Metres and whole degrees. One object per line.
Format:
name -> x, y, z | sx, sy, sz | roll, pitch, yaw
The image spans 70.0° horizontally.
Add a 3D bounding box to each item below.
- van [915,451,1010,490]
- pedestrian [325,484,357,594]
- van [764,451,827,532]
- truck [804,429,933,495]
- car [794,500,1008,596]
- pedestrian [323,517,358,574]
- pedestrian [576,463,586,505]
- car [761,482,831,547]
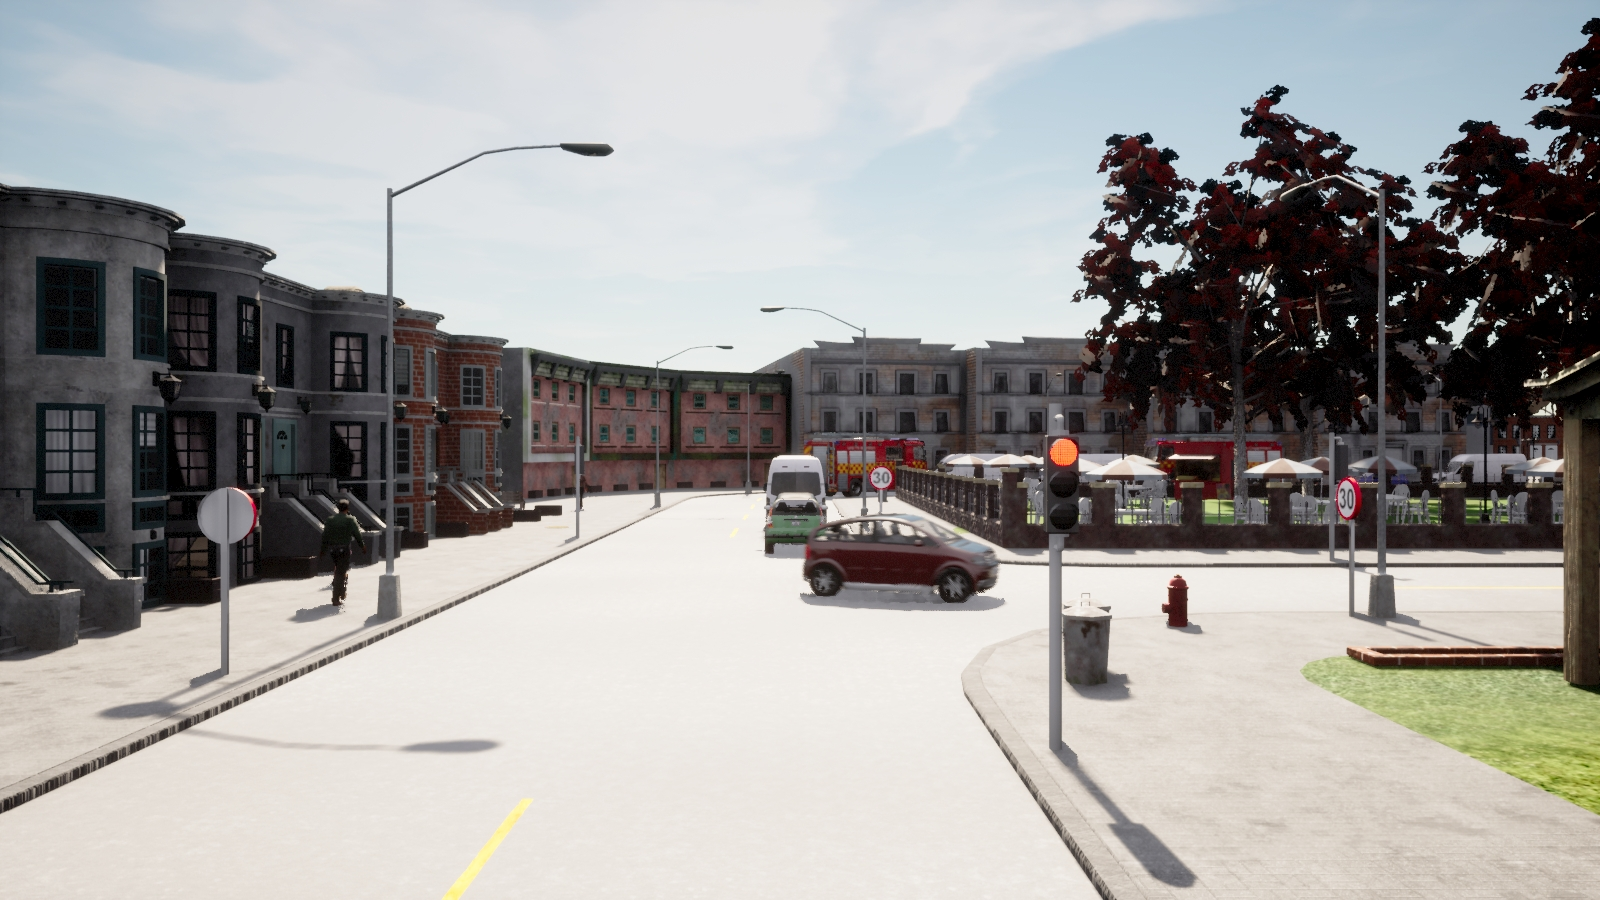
van -> 10.550, 1.314, 74.428 | 5.915, 2.561, 1.988 | 0, 0, 0
pedestrian -> -7.922, 1.524, 19.722 | 0.375, 1.860, 0.375 | 0, 0, 4
van -> -0.147, 1.315, 39.074 | 1.988, 2.561, 5.915 | 0, 0, 0
truck -> 4.295, 0.672, 70.228 | 8.468, 3.827, 2.891 | 0, 0, -43
car -> 1.943, 1.806, 21.889 | 3.705, 1.549, 1.789 | 0, 1, 23
pedestrian -> -9.177, 1.904, 22.834 | 0.500, 1.100, 0.500 | 0, 0, 1
pedestrian -> -9.806, 1.525, 51.070 | 0.375, 1.860, 0.375 | 0, 0, -1
car -> -0.119, 1.779, 32.373 | 1.851, 1.617, 3.988 | 0, 0, 0
